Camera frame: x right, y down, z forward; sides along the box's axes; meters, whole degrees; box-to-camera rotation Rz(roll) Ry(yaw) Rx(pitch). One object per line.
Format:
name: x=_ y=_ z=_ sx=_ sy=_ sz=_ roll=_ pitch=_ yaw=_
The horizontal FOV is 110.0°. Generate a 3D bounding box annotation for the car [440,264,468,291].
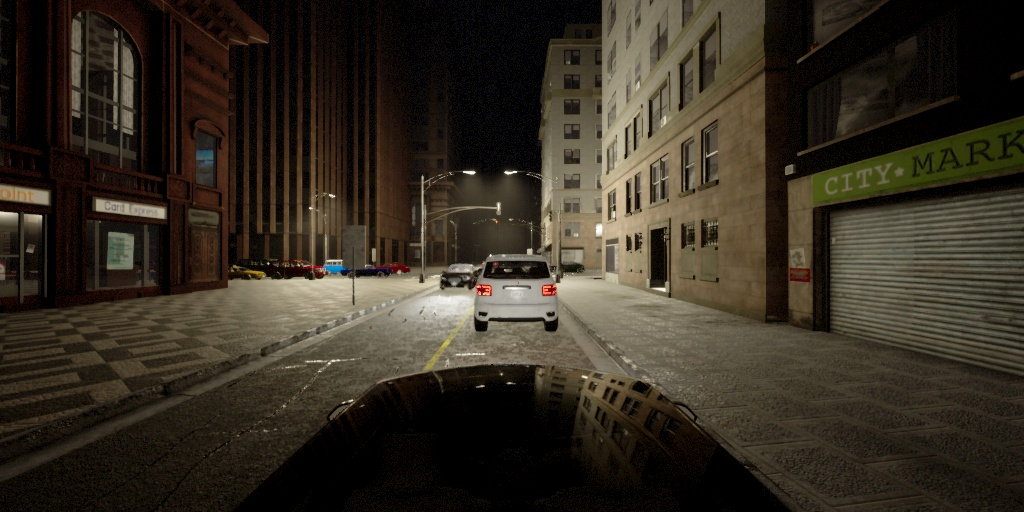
car: x=-3.132 y=1.247 z=21.879 sx=2.128 sy=1.511 sz=4.902 roll=0 pitch=0 yaw=0

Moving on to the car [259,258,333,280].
car: x=-19.621 y=1.273 z=32.733 sx=5.009 sy=1.841 sz=2.192 roll=0 pitch=0 yaw=0

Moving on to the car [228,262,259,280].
car: x=-25.076 y=1.552 z=32.753 sx=4.829 sy=1.417 sz=1.751 roll=0 pitch=0 yaw=0

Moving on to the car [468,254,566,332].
car: x=0.100 y=0.974 z=11.046 sx=2.150 sy=2.045 sz=5.566 roll=0 pitch=0 yaw=0

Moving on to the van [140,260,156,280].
van: x=-30.870 y=1.435 z=32.774 sx=3.998 sy=1.789 sz=1.690 roll=0 pitch=0 yaw=0

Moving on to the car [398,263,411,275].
car: x=-13.976 y=1.477 z=41.239 sx=4.507 sy=1.381 sz=1.888 roll=0 pitch=0 yaw=0

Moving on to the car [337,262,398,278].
car: x=-14.145 y=1.506 z=35.285 sx=4.718 sy=1.301 sz=1.895 roll=-1 pitch=0 yaw=0

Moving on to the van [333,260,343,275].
van: x=-19.600 y=1.340 z=41.259 sx=3.998 sy=1.789 sz=1.690 roll=0 pitch=0 yaw=0

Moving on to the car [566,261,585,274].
car: x=5.710 y=1.245 z=38.415 sx=4.181 sy=1.385 sz=1.994 roll=-1 pitch=0 yaw=0

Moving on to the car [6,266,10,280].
car: x=-47.742 y=1.849 z=32.834 sx=4.403 sy=1.370 sz=2.007 roll=0 pitch=0 yaw=0

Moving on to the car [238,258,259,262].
car: x=-24.110 y=1.247 z=35.314 sx=5.566 sy=2.045 sz=2.150 roll=-1 pitch=0 yaw=-1

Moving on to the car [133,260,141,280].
car: x=-34.466 y=1.372 z=35.370 sx=5.566 sy=2.045 sz=2.150 roll=-1 pitch=0 yaw=0

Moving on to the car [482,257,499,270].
car: x=-3.111 y=1.097 z=51.765 sx=2.097 sy=1.767 sz=4.553 roll=0 pitch=0 yaw=1
